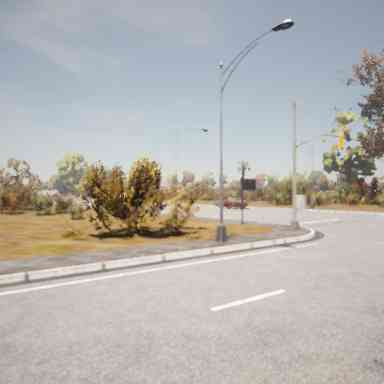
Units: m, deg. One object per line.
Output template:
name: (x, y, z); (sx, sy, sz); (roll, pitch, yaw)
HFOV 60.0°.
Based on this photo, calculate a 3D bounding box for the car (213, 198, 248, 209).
car: (4.934, 1.482, 43.284); (1.895, 1.301, 4.718); (0, 0, -39)
